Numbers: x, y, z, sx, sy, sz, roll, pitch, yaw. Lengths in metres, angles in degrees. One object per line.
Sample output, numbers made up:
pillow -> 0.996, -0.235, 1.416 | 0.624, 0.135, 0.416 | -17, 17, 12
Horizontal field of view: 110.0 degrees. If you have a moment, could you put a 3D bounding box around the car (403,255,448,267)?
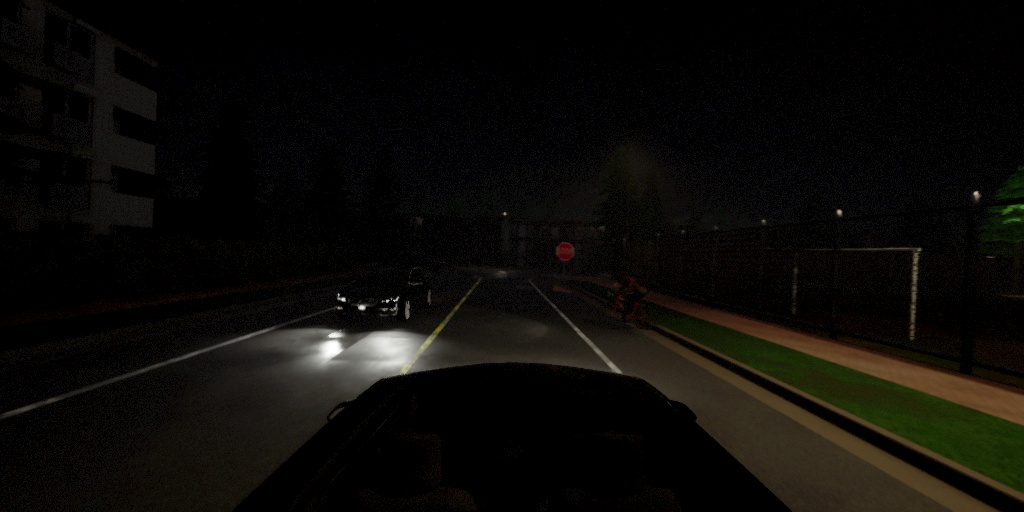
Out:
car -> -9.584, 0.630, 38.406 | 5.357, 1.411, 2.033 | 3, 0, 16

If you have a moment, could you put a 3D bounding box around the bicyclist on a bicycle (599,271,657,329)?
bicyclist on a bicycle -> 3.224, 1.233, 9.937 | 1.656, 1.620, 0.582 | 1, 0, -1

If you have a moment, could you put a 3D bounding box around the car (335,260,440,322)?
car -> -3.796, 1.034, 11.412 | 1.837, 1.490, 4.892 | 2, 0, -1
